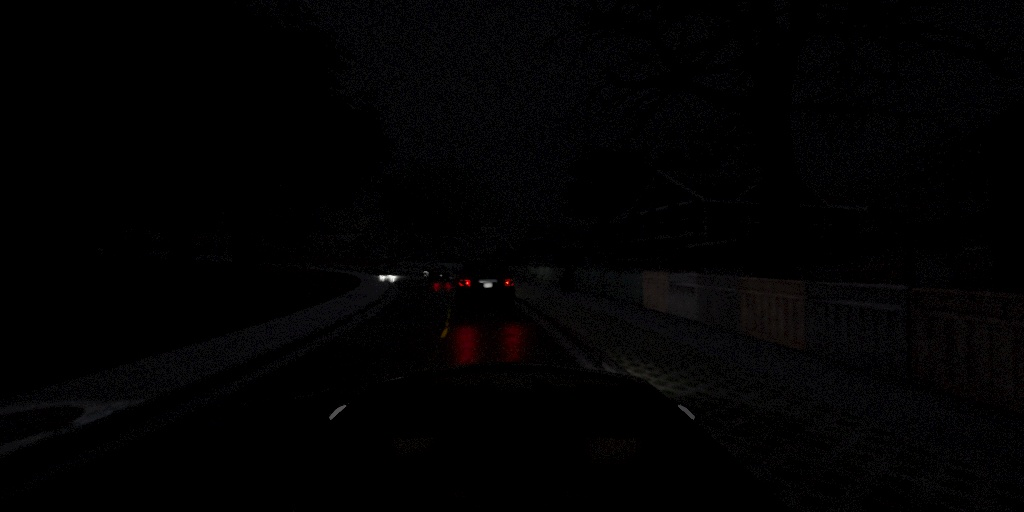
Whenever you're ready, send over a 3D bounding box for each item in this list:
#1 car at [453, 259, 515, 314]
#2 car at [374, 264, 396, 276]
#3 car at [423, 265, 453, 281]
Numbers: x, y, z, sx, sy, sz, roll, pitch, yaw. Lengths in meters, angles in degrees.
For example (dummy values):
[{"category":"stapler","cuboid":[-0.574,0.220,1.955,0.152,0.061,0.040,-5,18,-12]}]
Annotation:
[{"category":"car","cuboid":[-1.277,1.143,15.070,2.150,2.045,5.566,0,-1,-9]},{"category":"car","cuboid":[-15.837,1.686,44.549,1.994,1.385,4.181,1,0,-32]},{"category":"car","cuboid":[-7.432,1.592,34.874,2.128,1.511,4.902,0,-1,-24]}]
